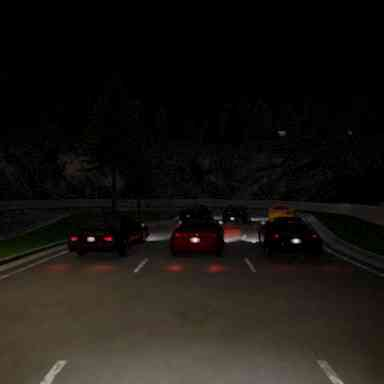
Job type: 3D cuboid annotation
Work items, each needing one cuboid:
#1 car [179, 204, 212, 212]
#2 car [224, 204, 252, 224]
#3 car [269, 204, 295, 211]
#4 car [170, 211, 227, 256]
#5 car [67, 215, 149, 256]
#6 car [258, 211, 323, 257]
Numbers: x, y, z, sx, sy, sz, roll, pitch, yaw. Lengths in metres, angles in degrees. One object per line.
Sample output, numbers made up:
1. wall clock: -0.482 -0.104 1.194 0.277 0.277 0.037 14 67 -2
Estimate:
1. car: 0.418 1.743 28.490 1.882 1.535 5.008 0 0 16
2. car: 3.728 1.763 27.344 1.837 1.490 4.892 0 0 17
3. car: 7.136 1.725 26.521 1.882 1.535 5.008 0 0 17
4. car: 0.332 1.693 13.806 1.994 1.385 4.181 0 0 6
5. car: -3.207 1.676 13.814 2.033 1.411 5.357 0 -1 5
6. car: 3.830 1.691 13.543 1.994 1.385 4.181 0 0 6
